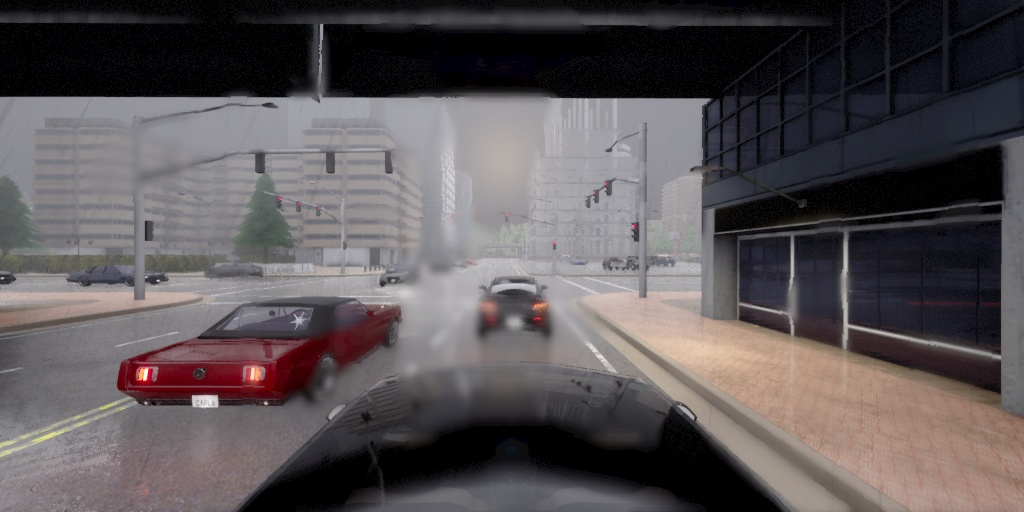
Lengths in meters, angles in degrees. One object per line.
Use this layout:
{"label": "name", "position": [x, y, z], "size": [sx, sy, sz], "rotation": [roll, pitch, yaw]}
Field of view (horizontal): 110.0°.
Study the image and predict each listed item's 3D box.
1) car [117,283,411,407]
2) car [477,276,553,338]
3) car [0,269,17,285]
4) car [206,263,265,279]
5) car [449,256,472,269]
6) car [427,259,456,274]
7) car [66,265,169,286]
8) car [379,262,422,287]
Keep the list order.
{"label": "car", "position": [-3.439, 1.351, 6.262], "size": [1.895, 1.301, 4.718], "rotation": [0, 0, 0]}
{"label": "car", "position": [0.074, 1.276, 10.027], "size": [1.812, 1.442, 4.674], "rotation": [0, 0, 0]}
{"label": "car", "position": [-36.873, 1.254, 24.264], "size": [4.892, 1.490, 1.837], "rotation": [0, 0, 0]}
{"label": "car", "position": [-24.212, 1.314, 31.481], "size": [4.181, 1.385, 1.994], "rotation": [0, 0, 0]}
{"label": "car", "position": [-8.159, 1.241, 56.989], "size": [2.128, 1.511, 4.902], "rotation": [0, 0, 0]}
{"label": "car", "position": [-8.034, 1.351, 41.070], "size": [1.895, 1.301, 4.718], "rotation": [0, 0, -1]}
{"label": "car", "position": [-26.671, 1.297, 24.318], "size": [5.357, 1.411, 2.033], "rotation": [0, 0, 0]}
{"label": "car", "position": [-7.372, 1.314, 23.987], "size": [1.994, 1.385, 4.181], "rotation": [0, 0, -3]}
